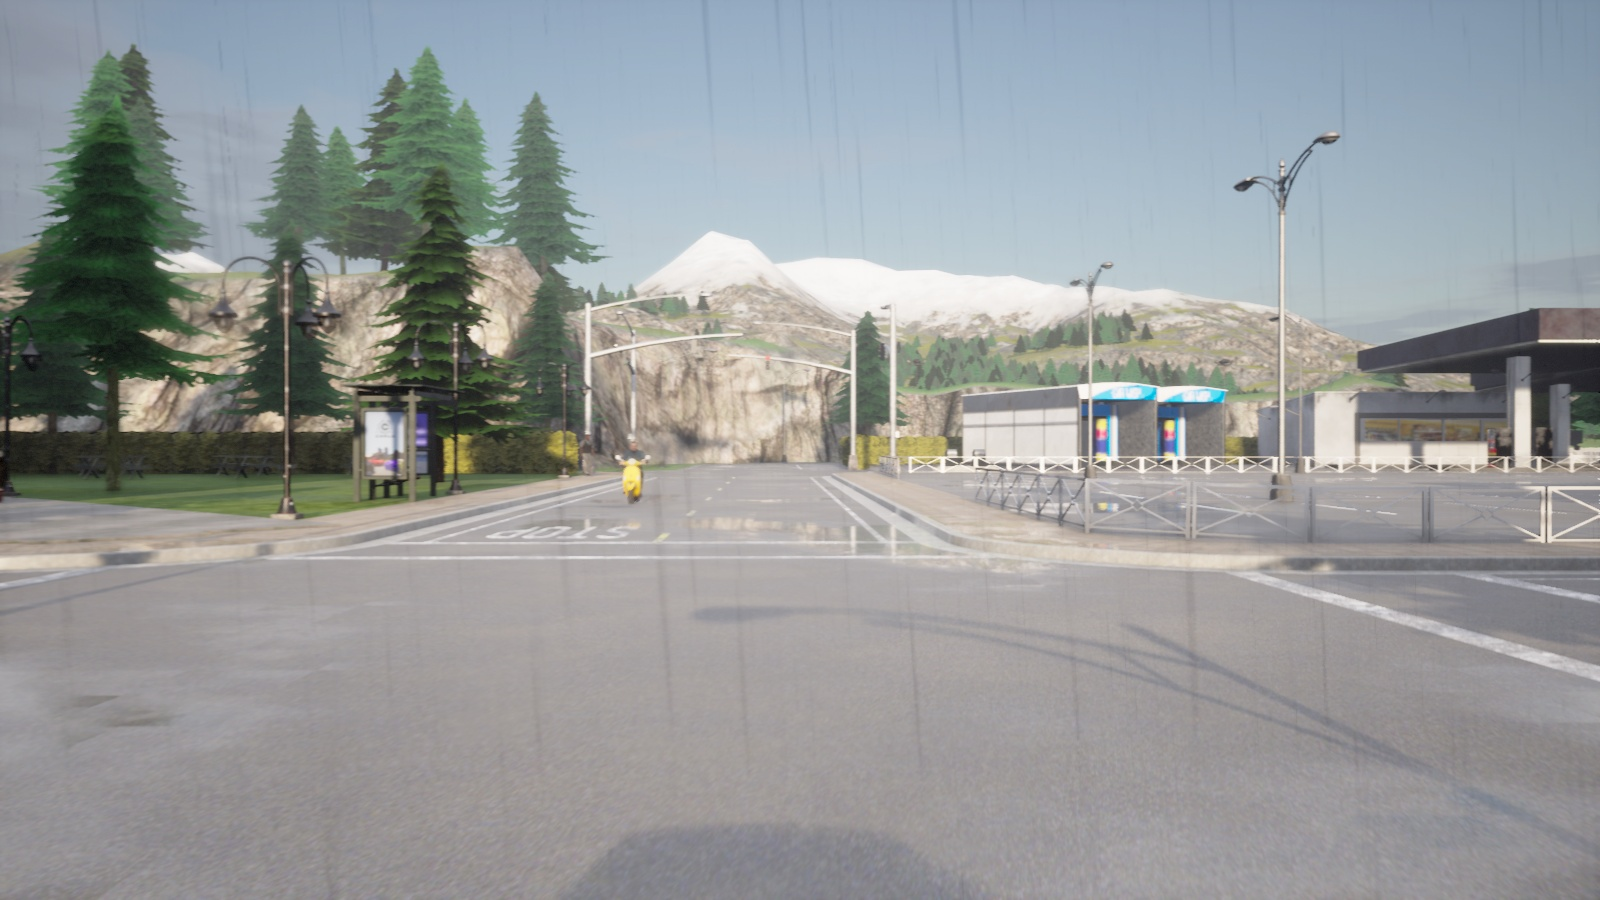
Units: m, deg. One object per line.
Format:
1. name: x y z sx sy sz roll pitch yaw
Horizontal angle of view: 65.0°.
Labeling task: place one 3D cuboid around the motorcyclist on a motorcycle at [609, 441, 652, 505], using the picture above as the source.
1. motorcyclist on a motorcycle: -4.278 0.563 31.763 0.866 1.590 1.817 0 0 -1

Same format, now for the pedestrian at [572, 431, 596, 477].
1. pedestrian: -9.020 0.171 52.465 0.849 1.883 0.563 0 0 42

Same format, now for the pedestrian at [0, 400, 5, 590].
1. pedestrian: -8.330 0.454 12.492 0.402 1.930 0.666 0 0 4
